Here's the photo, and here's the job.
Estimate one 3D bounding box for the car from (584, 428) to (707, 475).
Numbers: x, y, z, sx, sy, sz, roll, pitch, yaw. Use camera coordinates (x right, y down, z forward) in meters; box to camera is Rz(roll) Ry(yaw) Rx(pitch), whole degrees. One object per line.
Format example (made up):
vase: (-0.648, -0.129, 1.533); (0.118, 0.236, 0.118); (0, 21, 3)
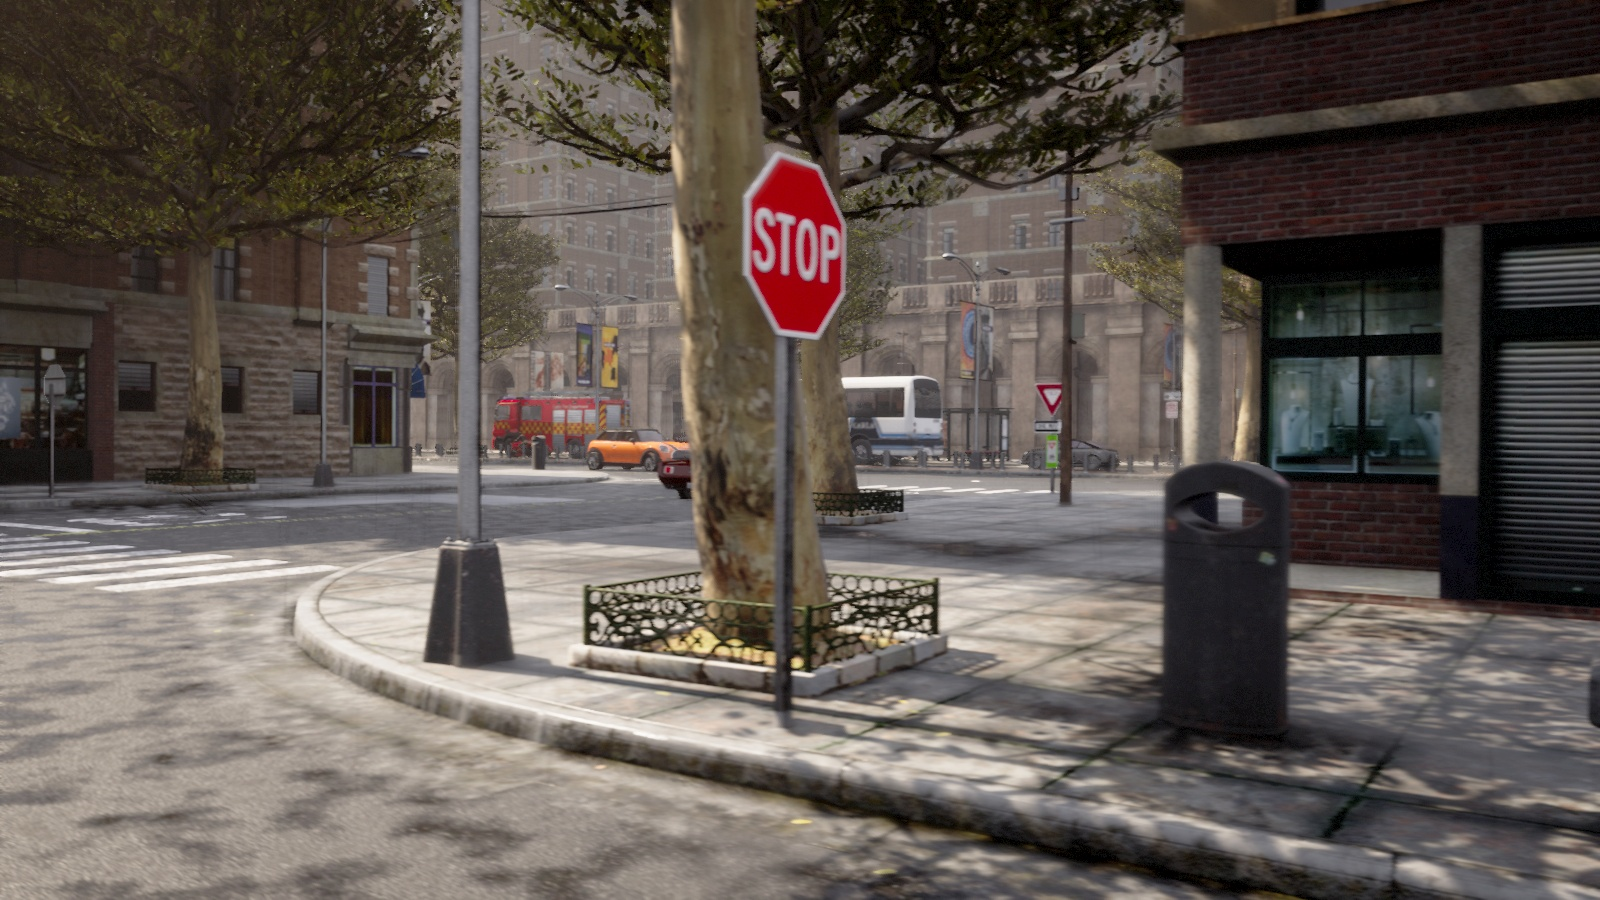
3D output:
car: (-6.029, 0.043, 48.806); (4.553, 1.767, 2.097); (0, 1, 36)

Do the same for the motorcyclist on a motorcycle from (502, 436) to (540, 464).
motorcyclist on a motorcycle: (-15.293, 0.014, 68.876); (2.044, 1.523, 0.797); (0, 1, 33)

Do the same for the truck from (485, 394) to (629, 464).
truck: (-14.042, -1.188, 72.214); (8.468, 3.827, 2.891); (0, 1, 33)

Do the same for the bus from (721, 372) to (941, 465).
bus: (1.440, -1.437, 61.972); (10.273, 4.253, 3.944); (0, 1, 33)

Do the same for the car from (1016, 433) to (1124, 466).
car: (11.841, -0.022, 55.093); (4.181, 1.385, 1.994); (0, 1, 35)

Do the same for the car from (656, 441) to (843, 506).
car: (-1.046, 0.482, 28.791); (1.895, 1.301, 4.718); (0, 1, 33)
